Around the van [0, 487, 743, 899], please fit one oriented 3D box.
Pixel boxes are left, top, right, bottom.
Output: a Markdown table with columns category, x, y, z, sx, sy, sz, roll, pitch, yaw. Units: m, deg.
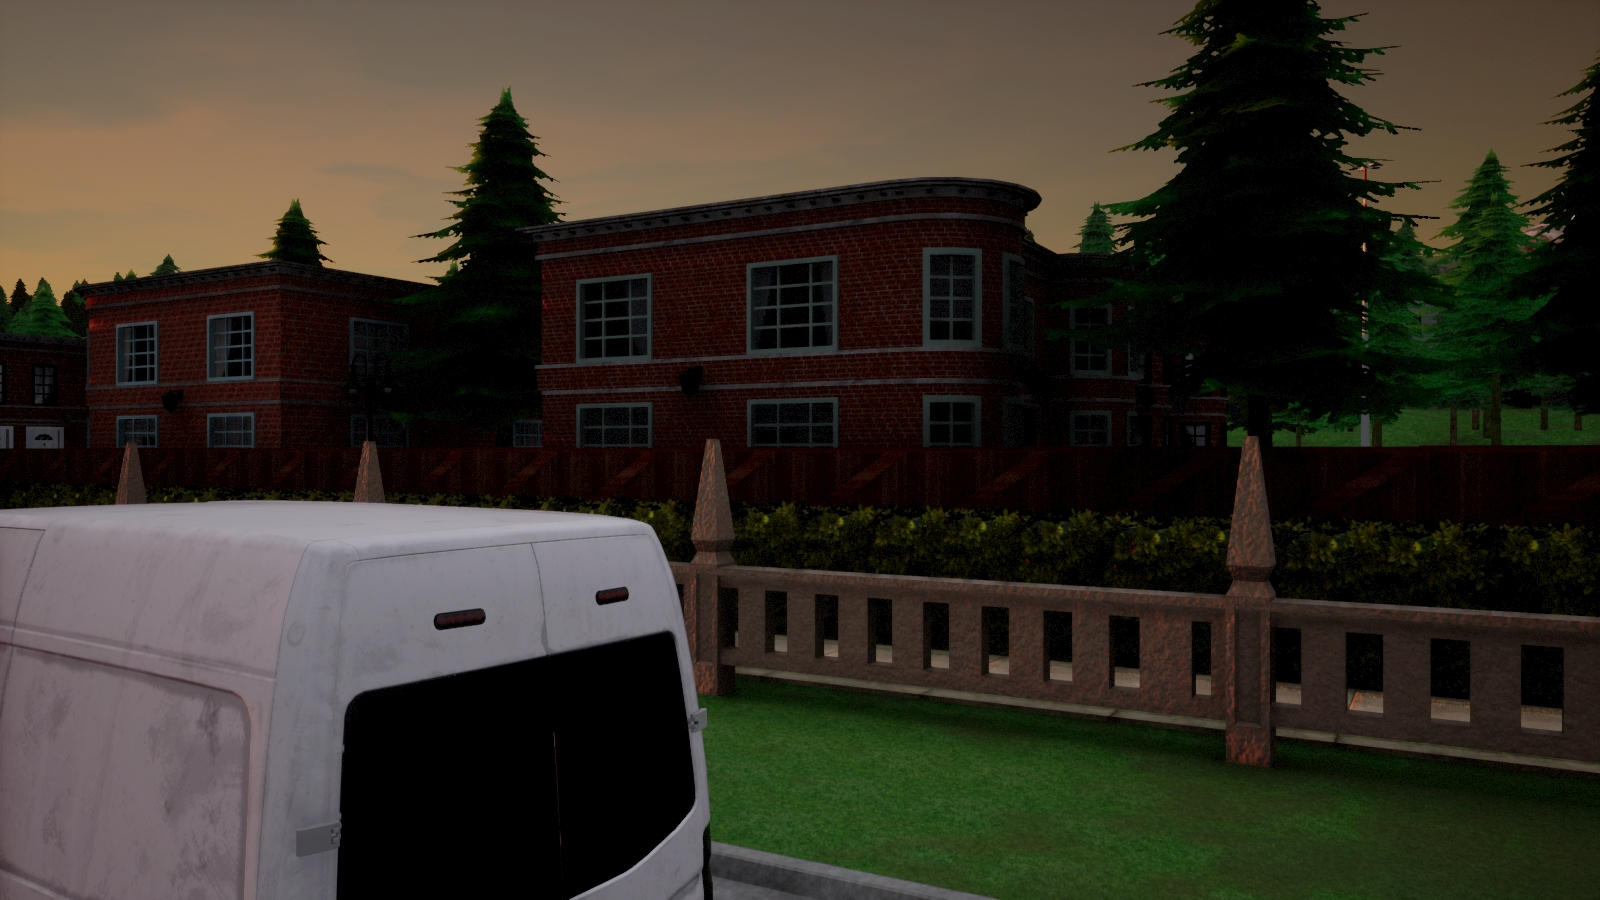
| category | x | y | z | sx | sy | sz | roll | pitch | yaw |
| --- | --- | --- | --- | --- | --- | --- | --- | --- | --- |
| van | -3.240 | 1.534 | 5.467 | 5.915 | 2.561 | 1.988 | 0 | 0 | 34 |
